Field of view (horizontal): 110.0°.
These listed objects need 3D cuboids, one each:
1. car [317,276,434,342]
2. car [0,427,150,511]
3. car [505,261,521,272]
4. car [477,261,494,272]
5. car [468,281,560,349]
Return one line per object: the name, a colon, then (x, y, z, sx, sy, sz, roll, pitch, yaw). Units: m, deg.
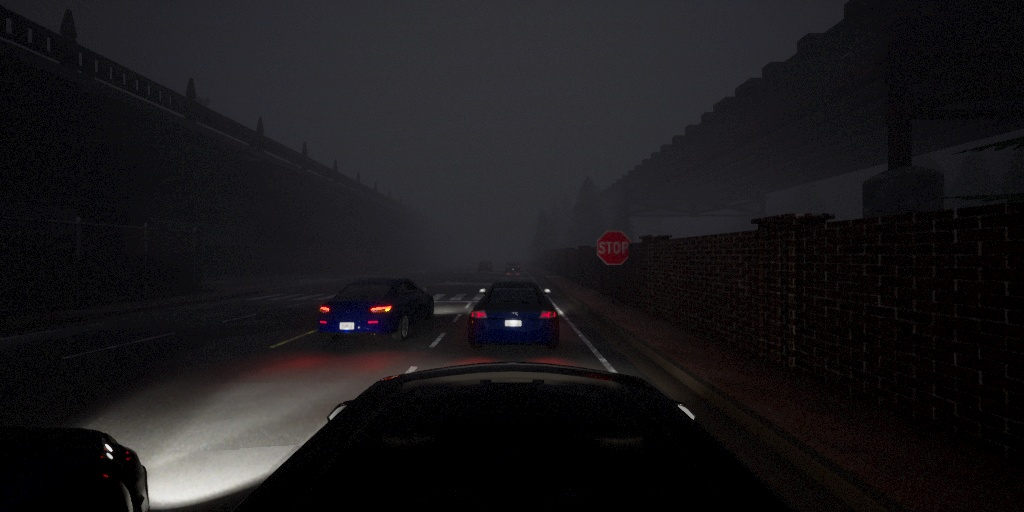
car: (-3.412, 1.276, 9.698, 1.812, 1.442, 4.674, 0, 0, 0)
car: (-3.398, 1.314, 0.602, 1.994, 1.385, 4.181, 0, 0, 0)
car: (0.101, 1.351, 45.994, 1.895, 1.301, 4.718, 0, 0, -1)
car: (-3.394, 1.297, 45.835, 2.033, 1.411, 5.357, 0, 0, -1)
car: (0.070, 1.314, 9.176, 1.994, 1.385, 4.181, 0, 0, 1)
